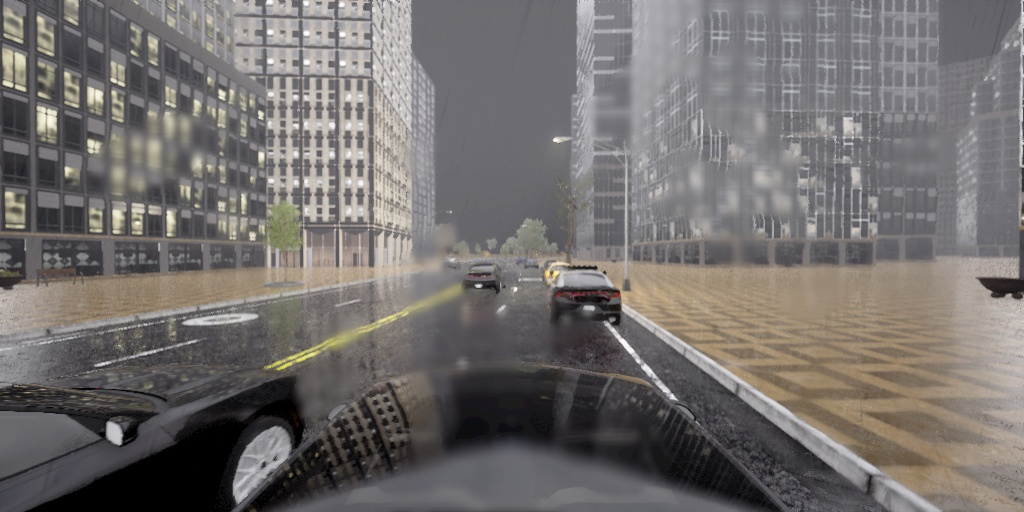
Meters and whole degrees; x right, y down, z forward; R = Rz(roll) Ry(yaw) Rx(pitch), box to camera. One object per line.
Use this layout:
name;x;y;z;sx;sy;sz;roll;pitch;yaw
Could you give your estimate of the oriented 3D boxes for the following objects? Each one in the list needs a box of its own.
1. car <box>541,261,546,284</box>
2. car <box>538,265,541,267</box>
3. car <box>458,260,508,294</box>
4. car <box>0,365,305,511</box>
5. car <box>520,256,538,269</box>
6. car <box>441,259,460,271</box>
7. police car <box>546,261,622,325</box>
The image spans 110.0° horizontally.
car;2.921;1.079;21.887;1.801;1.575;5.366;0;0;3
car;3.213;1.092;27.784;1.837;1.490;4.892;0;0;2
car;-1.401;1.142;19.502;1.837;1.490;4.892;0;0;4
car;-3.030;1.229;1.301;1.882;1.535;5.008;0;0;7
car;2.589;1.006;49.189;2.033;1.411;5.357;0;0;-1
car;-7.310;1.037;43.742;2.033;1.411;5.357;0;0;0
police car;2.194;1.112;11.673;1.930;1.638;5.238;0;0;5
